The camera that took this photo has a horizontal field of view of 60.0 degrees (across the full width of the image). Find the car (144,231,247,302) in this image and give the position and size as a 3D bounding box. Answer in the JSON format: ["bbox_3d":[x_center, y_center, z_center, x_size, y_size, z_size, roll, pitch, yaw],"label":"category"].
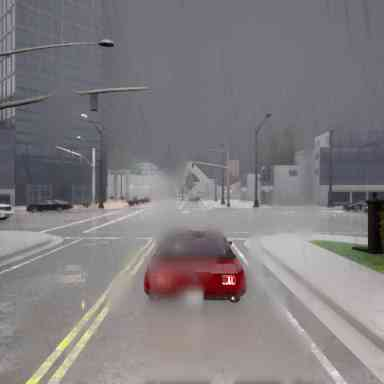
[{"bbox_3d":[0.068,1.601,8.189,1.895,1.301,4.718,0,0,0],"label":"car"}]

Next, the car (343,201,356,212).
[{"bbox_3d":[19.361,1.520,37.594,4.181,1.385,1.994,0,0,-1],"label":"car"}]

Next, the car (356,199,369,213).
[{"bbox_3d":[19.867,1.480,34.099,4.674,1.442,1.812,0,0,-1],"label":"car"}]

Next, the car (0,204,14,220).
[{"bbox_3d":[-17.346,1.339,26.585,5.566,2.045,2.150,-1,0,0],"label":"car"}]

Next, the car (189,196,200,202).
[{"bbox_3d":[0.642,1.540,77.396,2.033,1.411,5.357,0,0,12],"label":"car"}]

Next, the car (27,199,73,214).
[{"bbox_3d":[-15.915,1.596,37.290,4.902,1.511,2.128,-1,0,0],"label":"car"}]
